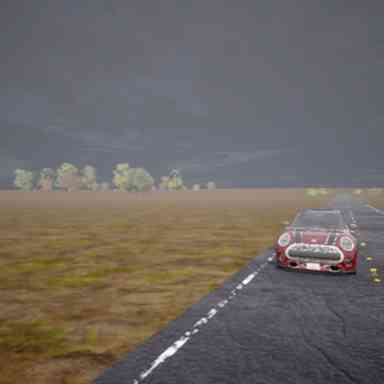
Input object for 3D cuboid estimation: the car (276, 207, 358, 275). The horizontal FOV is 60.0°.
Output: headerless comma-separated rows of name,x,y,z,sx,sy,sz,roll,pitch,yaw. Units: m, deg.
car,4.083,1.348,10.679,2.097,1.767,4.553,0,0,24
